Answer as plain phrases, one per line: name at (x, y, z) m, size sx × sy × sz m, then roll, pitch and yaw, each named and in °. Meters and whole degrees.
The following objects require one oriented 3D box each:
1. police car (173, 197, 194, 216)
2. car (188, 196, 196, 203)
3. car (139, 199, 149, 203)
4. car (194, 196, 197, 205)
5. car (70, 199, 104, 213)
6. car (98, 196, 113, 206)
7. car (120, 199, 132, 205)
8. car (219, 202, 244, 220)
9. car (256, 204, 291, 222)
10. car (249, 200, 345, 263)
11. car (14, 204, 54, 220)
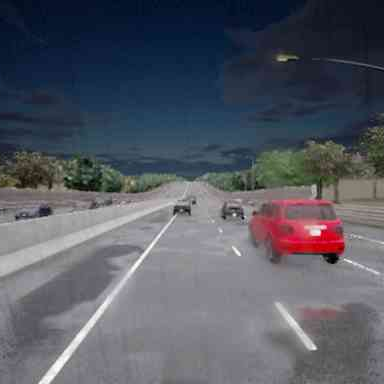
police car at (-1.054, 1.671, 36.152) m, size 1.930 × 1.638 × 5.238 m, roll 0°, pitch -1°, yaw 0°
car at (-0.011, 2.021, 90.151) m, size 2.150 × 2.045 × 5.566 m, roll 0°, pitch -1°, yaw 0°
car at (-10.510, 2.201, 74.145) m, size 2.128 × 1.511 × 4.902 m, roll 0°, pitch -1°, yaw 0°
car at (-0.009, 2.025, 70.555) m, size 1.882 × 1.535 × 5.008 m, roll 0°, pitch -1°, yaw 0°
car at (-10.596, 1.723, 33.197) m, size 1.837 × 1.490 × 4.892 m, roll 0°, pitch -1°, yaw 0°
car at (-17.509, 1.853, 67.170) m, size 2.150 × 2.045 × 5.566 m, roll 0°, pitch -1°, yaw 0°
car at (-14.009, 2.135, 70.456) m, size 2.128 × 1.511 × 4.902 m, roll 0°, pitch -1°, yaw 0°
car at (3.596, 1.701, 30.546) m, size 1.837 × 1.490 × 4.892 m, roll 0°, pitch 0°, yaw 0°
car at (7.096, 1.789, 29.475) m, size 1.895 × 1.301 × 4.718 m, roll 0°, pitch 0°, yaw 0°
car at (3.598, 1.294, 12.402) m, size 2.150 × 2.045 × 5.566 m, roll 0°, pitch 0°, yaw 0°
car at (-14.097, 1.755, 29.902) m, size 1.994 × 1.385 × 4.181 m, roll 0°, pitch 0°, yaw 0°
